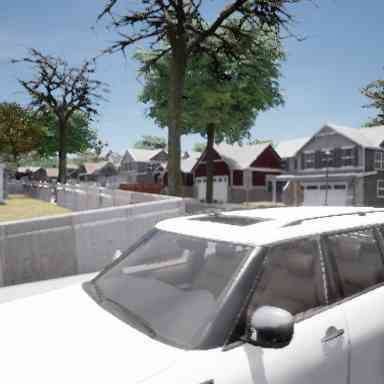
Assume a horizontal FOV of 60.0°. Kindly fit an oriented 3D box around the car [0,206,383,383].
[{"bbox_3d":[0.491,1.221,3.273,5.566,2.045,2.150,-1,0,-35],"label":"car"}]

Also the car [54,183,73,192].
[{"bbox_3d":[-18.197,-0.580,46.985,1.812,1.442,4.674,0,2,-35],"label":"car"}]

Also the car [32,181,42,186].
[{"bbox_3d":[-35.704,-1.909,77.162,1.895,1.301,4.718,0,2,-35],"label":"car"}]
